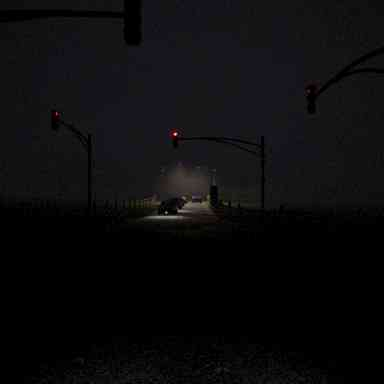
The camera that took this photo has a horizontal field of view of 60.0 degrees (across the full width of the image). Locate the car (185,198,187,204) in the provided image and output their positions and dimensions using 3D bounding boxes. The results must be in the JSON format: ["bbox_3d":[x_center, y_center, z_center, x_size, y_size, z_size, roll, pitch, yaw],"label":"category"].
[{"bbox_3d":[-2.104,1.560,53.794,2.033,1.411,5.357,0,0,1],"label":"car"}]

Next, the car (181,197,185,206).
[{"bbox_3d":[-2.251,1.514,43.946,1.837,1.490,4.892,0,0,1],"label":"car"}]

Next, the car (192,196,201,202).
[{"bbox_3d":[1.090,1.617,75.940,1.895,1.301,4.718,0,0,1],"label":"car"}]

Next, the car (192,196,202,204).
[{"bbox_3d":[1.029,1.495,65.906,1.882,1.535,5.008,0,0,1],"label":"car"}]

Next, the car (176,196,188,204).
[{"bbox_3d":[-1.903,1.581,63.799,1.994,1.385,4.181,0,0,2],"label":"car"}]

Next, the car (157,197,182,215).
[{"bbox_3d":[-2.402,1.553,34.169,2.033,1.411,5.357,0,0,0],"label":"car"}]
